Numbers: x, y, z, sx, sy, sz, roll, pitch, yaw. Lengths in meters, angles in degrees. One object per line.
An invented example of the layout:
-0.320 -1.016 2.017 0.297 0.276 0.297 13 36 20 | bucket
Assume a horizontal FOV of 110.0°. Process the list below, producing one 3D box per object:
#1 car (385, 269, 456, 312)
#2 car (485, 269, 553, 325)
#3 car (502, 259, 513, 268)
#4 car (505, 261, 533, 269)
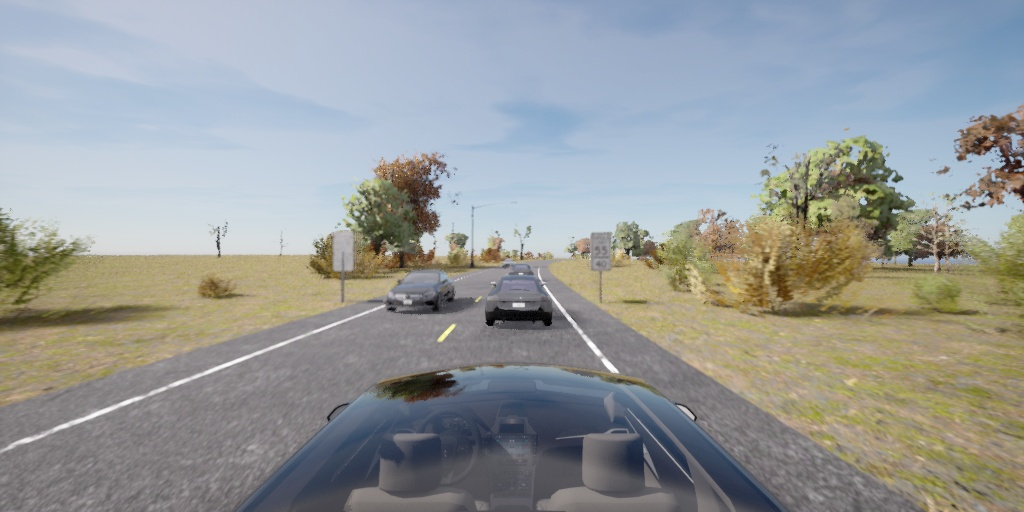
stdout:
-3.434 1.276 14.291 1.812 1.442 4.674 0 0 1 | car
0.219 1.316 11.854 1.994 1.385 4.181 0 0 1 | car
-0.546 1.265 61.848 1.812 1.442 4.674 0 0 6 | car
0.779 1.313 29.399 1.994 1.385 4.181 0 0 3 | car
